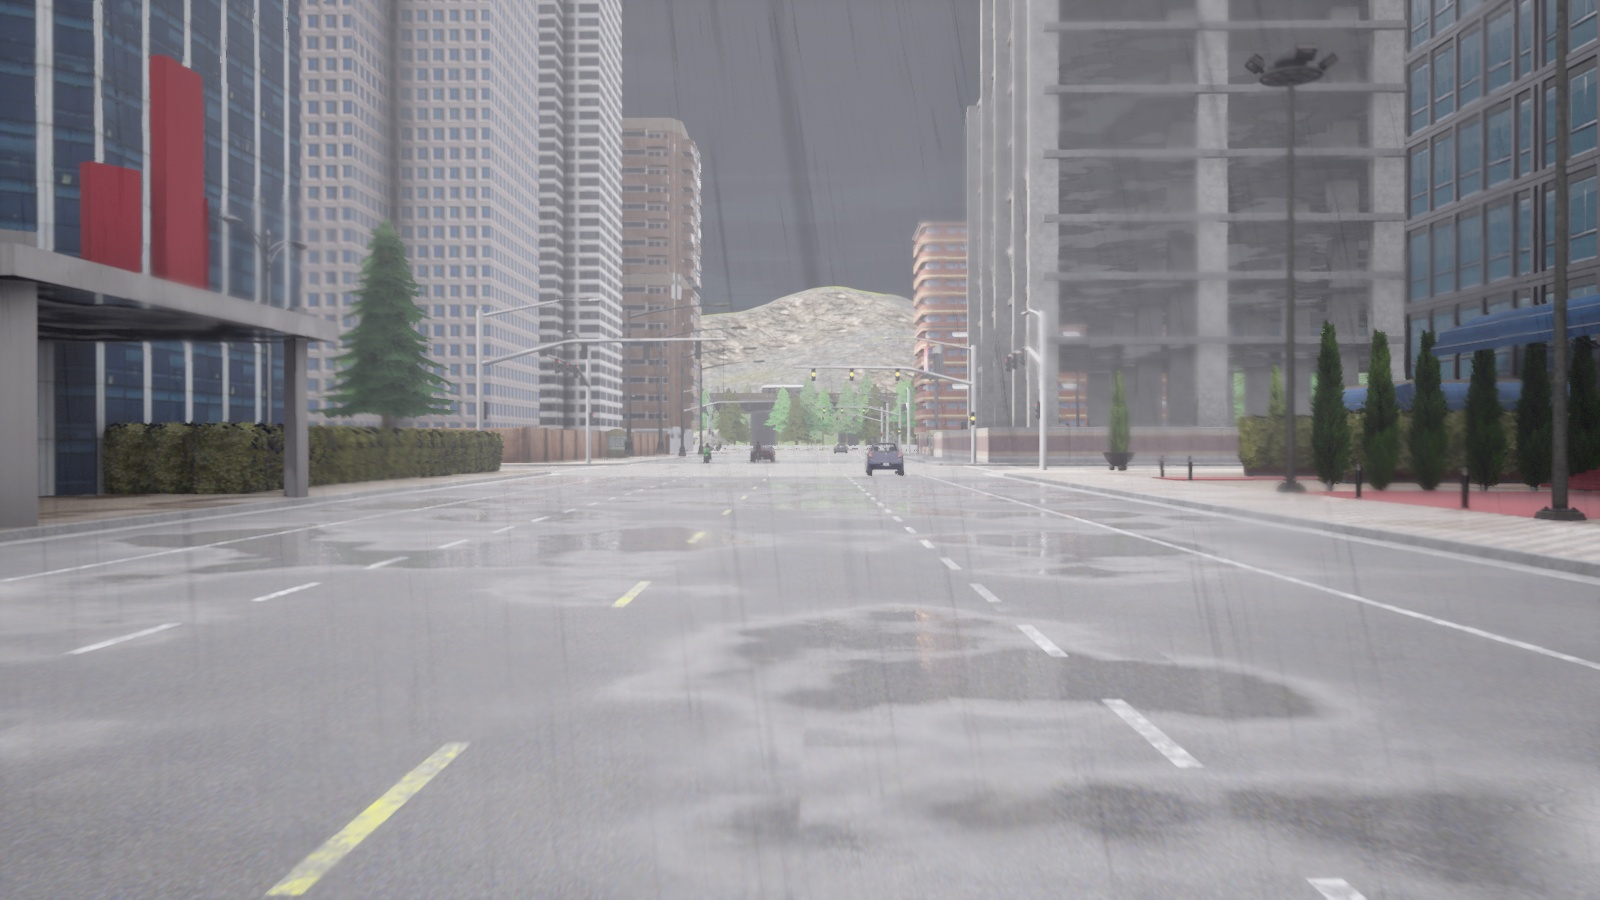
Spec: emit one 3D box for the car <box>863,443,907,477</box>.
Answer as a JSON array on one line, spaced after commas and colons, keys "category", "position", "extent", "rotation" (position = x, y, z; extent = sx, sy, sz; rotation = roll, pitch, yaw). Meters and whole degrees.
[{"category": "car", "position": [3.872, 0.437, 57.892], "extent": [1.845, 1.501, 3.633], "rotation": [0, 0, 1]}]
